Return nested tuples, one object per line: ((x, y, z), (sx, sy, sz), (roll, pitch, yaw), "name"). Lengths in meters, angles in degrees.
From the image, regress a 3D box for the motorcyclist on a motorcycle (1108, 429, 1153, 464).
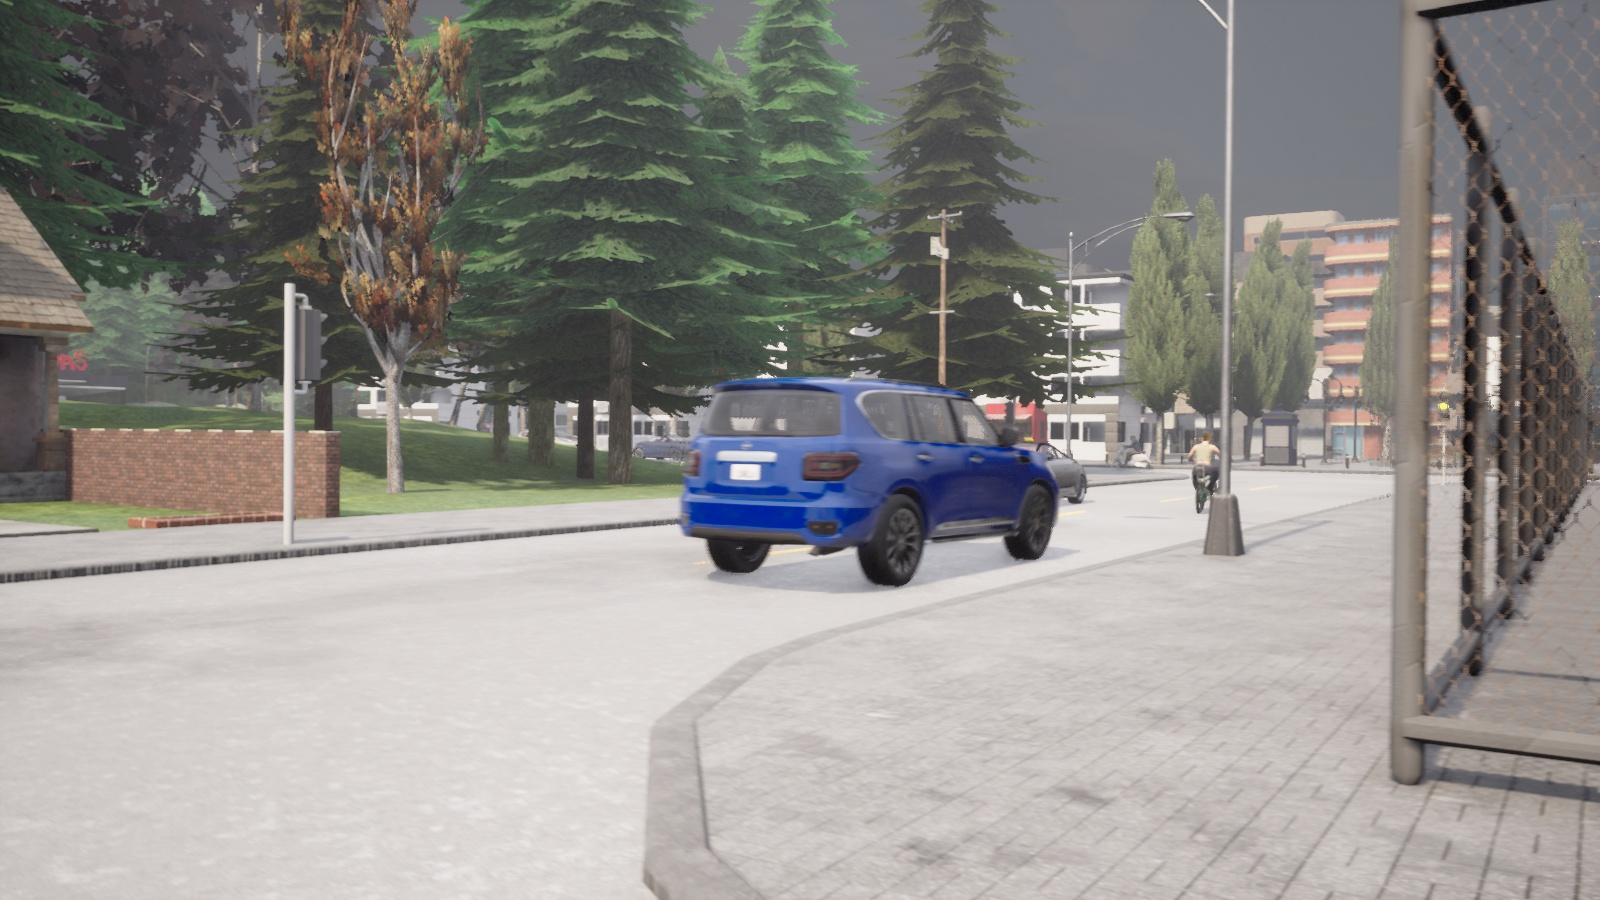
((15.253, -0.168, 57.913), (1.817, 1.590, 0.866), (0, 1, 34), "motorcyclist on a motorcycle")

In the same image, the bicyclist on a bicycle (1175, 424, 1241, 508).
((8.119, 0.287, 24.952), (0.866, 1.612, 1.509), (0, 1, 33), "bicyclist on a bicycle")

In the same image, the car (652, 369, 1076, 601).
((1.006, 0.268, 13.981), (2.150, 2.045, 5.566), (0, 1, 34), "car")

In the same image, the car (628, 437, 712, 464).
((-7.002, 0.019, 67.507), (4.181, 1.385, 1.994), (0, 1, 33), "car")

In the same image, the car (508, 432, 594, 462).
((-14.327, -0.195, 72.229), (4.611, 1.667, 2.242), (0, 1, 33), "car")

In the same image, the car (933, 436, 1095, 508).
((4.680, 0.419, 27.001), (1.994, 1.385, 4.181), (0, 1, 32), "car")
